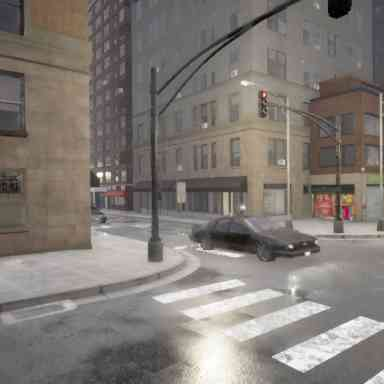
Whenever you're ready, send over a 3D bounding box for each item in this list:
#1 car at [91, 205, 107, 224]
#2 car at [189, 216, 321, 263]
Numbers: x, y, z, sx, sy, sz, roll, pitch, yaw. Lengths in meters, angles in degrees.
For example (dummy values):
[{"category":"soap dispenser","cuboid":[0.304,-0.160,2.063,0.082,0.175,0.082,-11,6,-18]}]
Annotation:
[{"category":"car","cuboid":[-8.395,1.771,26.392,1.812,1.442,4.674,-1,0,-37]},{"category":"car","cuboid":[2.054,1.624,12.676,2.033,1.411,5.357,-1,-1,-37]}]
